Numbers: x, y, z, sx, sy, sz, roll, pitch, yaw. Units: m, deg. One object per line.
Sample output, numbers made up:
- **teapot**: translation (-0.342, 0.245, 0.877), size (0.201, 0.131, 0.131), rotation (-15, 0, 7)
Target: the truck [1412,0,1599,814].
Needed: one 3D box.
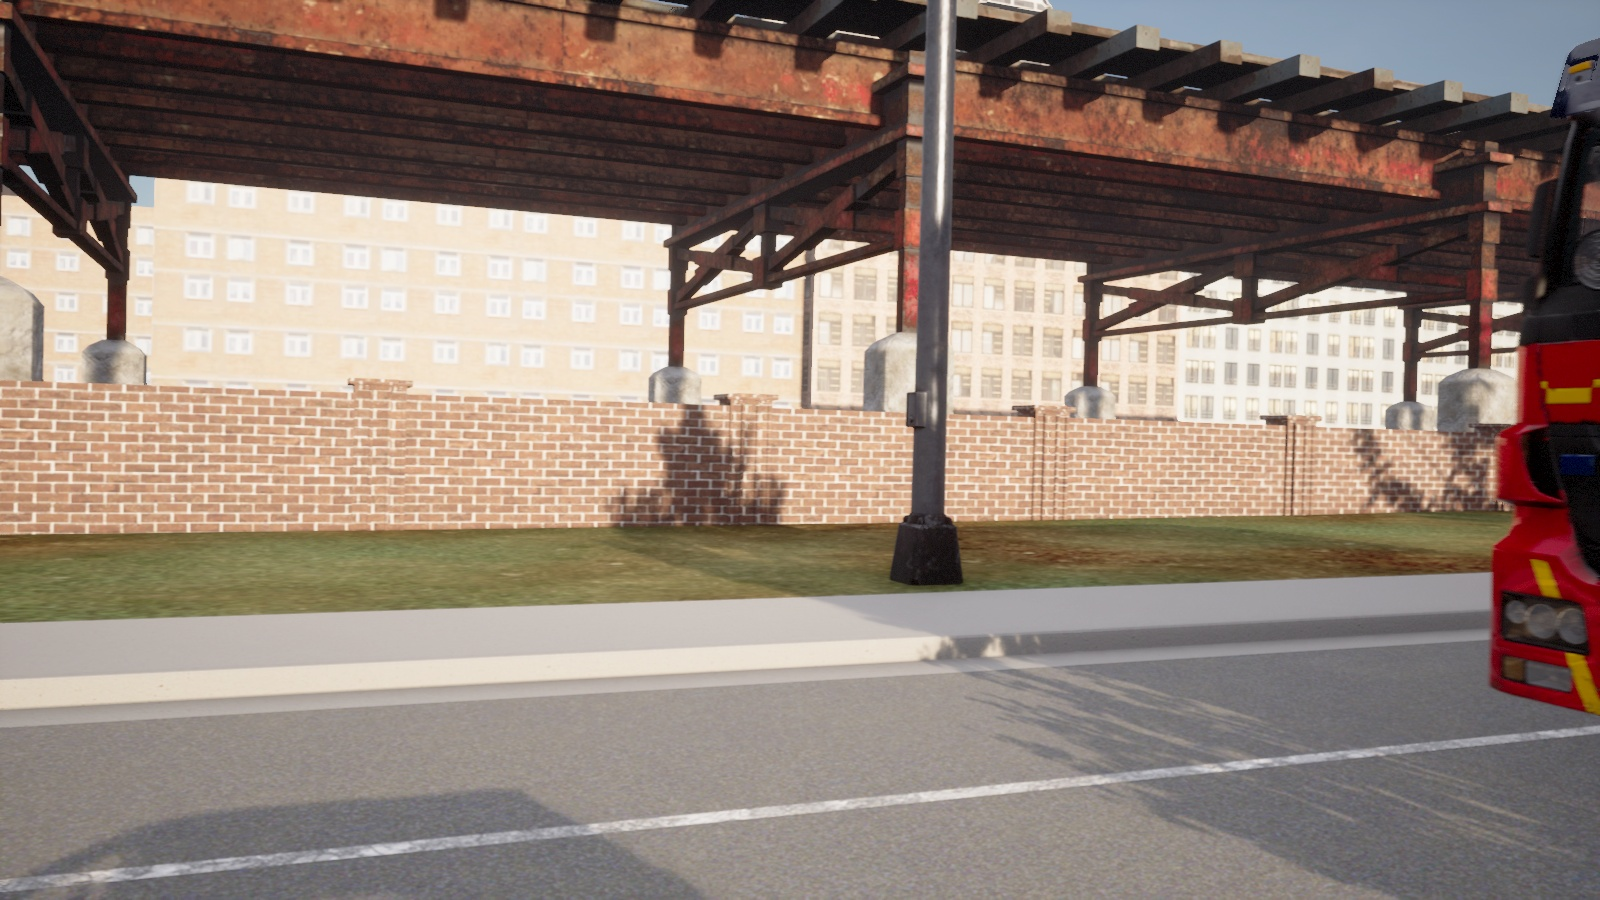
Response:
- **truck**: translation (7.326, -0.499, 6.006), size (8.468, 3.827, 2.891), rotation (-1, 1, -21)
